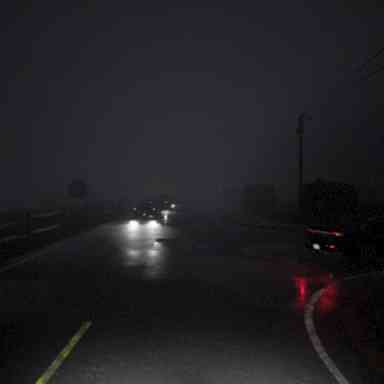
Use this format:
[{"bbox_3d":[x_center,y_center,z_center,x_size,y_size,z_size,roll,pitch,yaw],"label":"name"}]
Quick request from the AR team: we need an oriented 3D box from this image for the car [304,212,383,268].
[{"bbox_3d":[5.999,1.412,10.883,4.902,1.511,2.128,0,0,-22],"label":"car"}]

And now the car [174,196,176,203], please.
[{"bbox_3d":[-3.450,0.977,48.776,1.882,1.535,5.008,0,0,0],"label":"car"}]

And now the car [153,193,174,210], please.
[{"bbox_3d":[-3.496,0.976,36.614,2.097,1.767,4.553,0,1,0],"label":"car"}]

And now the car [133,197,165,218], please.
[{"bbox_3d":[-3.526,1.324,26.885,1.895,1.301,4.718,0,1,0],"label":"car"}]
